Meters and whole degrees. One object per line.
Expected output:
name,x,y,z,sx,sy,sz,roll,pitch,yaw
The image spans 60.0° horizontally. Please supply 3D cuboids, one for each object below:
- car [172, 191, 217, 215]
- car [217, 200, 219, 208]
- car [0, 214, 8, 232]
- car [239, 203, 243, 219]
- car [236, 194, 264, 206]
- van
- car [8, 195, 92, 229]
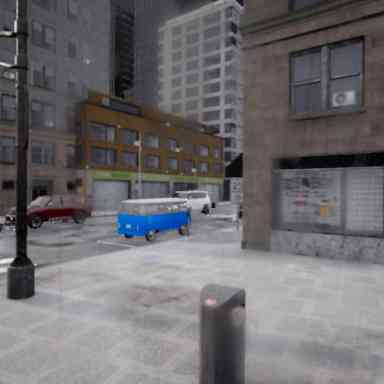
car,-0.543,0.917,27.271,2.150,2.045,5.566,1,1,35
car,1.142,1.156,34.248,1.947,1.339,4.313,1,2,35
car,-11.073,1.450,13.972,5.357,1.411,2.033,-1,2,-40
car,4.860,1.274,24.744,2.008,1.369,4.403,1,2,35
car,7.622,1.016,43.404,1.947,1.339,4.313,1,2,35
van,-1.618,1.202,15.584,1.690,1.788,3.998,1,1,35
car,-8.577,1.112,20.507,2.192,1.841,5.009,1,2,35
